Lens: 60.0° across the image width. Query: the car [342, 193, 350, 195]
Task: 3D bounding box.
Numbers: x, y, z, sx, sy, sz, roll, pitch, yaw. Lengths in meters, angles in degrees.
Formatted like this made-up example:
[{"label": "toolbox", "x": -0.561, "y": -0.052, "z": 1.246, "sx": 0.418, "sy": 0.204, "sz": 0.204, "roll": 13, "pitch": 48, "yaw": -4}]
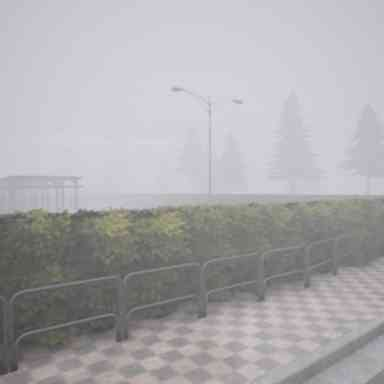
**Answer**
[{"label": "car", "x": 38.989, "y": 0.988, "z": 84.636, "sx": 1.895, "sy": 1.301, "sz": 4.718, "roll": 0, "pitch": 0, "yaw": 5}]
